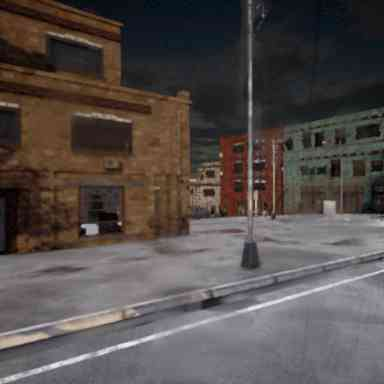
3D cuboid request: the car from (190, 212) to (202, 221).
[{"bbox_3d":[-0.515,3.475,47.254,1.994,1.385,4.181,0,-5,-36],"label":"car"}]
